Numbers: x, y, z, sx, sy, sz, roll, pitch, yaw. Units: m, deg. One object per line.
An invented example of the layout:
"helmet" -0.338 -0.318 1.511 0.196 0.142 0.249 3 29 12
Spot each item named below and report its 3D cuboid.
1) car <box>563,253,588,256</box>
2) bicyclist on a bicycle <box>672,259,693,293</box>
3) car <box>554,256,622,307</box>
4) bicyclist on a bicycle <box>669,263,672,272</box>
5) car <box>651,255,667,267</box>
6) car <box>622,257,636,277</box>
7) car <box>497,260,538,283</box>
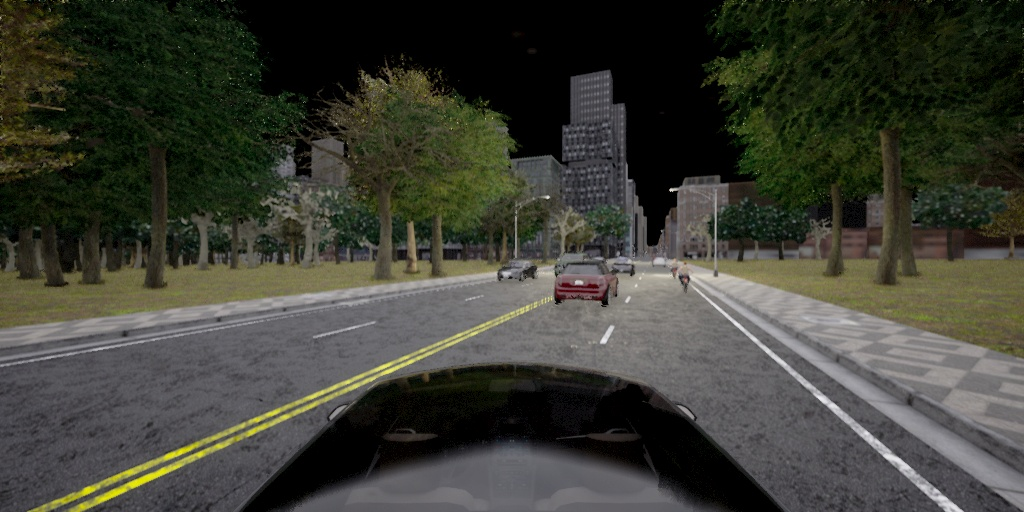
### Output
"car" 5.015 0.789 28.985 2.150 2.045 5.566 0 0 22
"bicyclist on a bicycle" 8.899 1.072 18.475 0.866 1.612 1.509 0 0 22
"car" 3.297 1.005 15.335 2.097 1.767 4.553 0 0 22
"bicyclist on a bicycle" 12.841 1.014 28.334 0.866 1.612 1.509 0 0 21
"car" 23.267 0.968 56.734 1.812 1.442 4.674 0 0 22
"car" 10.247 1.041 32.802 2.128 1.511 4.902 0 0 22
"car" 0.498 1.071 26.424 2.128 1.511 4.902 0 0 22
